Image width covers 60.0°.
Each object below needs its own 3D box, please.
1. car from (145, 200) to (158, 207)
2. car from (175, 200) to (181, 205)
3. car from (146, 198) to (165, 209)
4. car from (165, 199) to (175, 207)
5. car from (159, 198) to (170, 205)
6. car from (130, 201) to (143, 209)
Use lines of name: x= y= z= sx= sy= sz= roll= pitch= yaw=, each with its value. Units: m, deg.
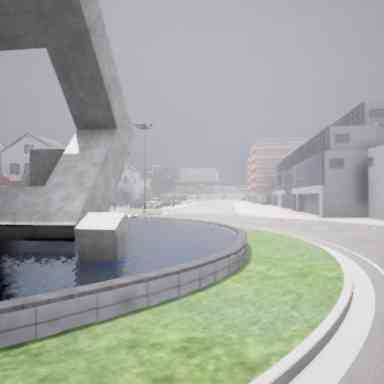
car: x=-9.406 y=2.660 z=77.550 sx=1.837 sy=1.490 sz=4.892 roll=-1 pitch=-1 yaw=7
car: x=-4.172 y=2.825 z=91.726 sx=1.812 sy=1.442 sz=4.674 roll=-1 pitch=-1 yaw=7
car: x=-7.348 y=2.198 z=65.416 sx=2.150 sy=2.045 sz=5.566 roll=-1 pitch=-1 yaw=7
car: x=-6.010 y=2.659 z=76.475 sx=2.033 sy=1.411 sz=5.357 roll=-1 pitch=-1 yaw=7
car: x=-7.601 y=2.696 z=92.533 sx=2.097 sy=1.767 sz=4.553 roll=-1 pitch=-1 yaw=7
car: x=-10.803 y=2.516 z=65.983 sx=1.837 sy=1.490 sz=4.892 roll=-1 pitch=-1 yaw=7
